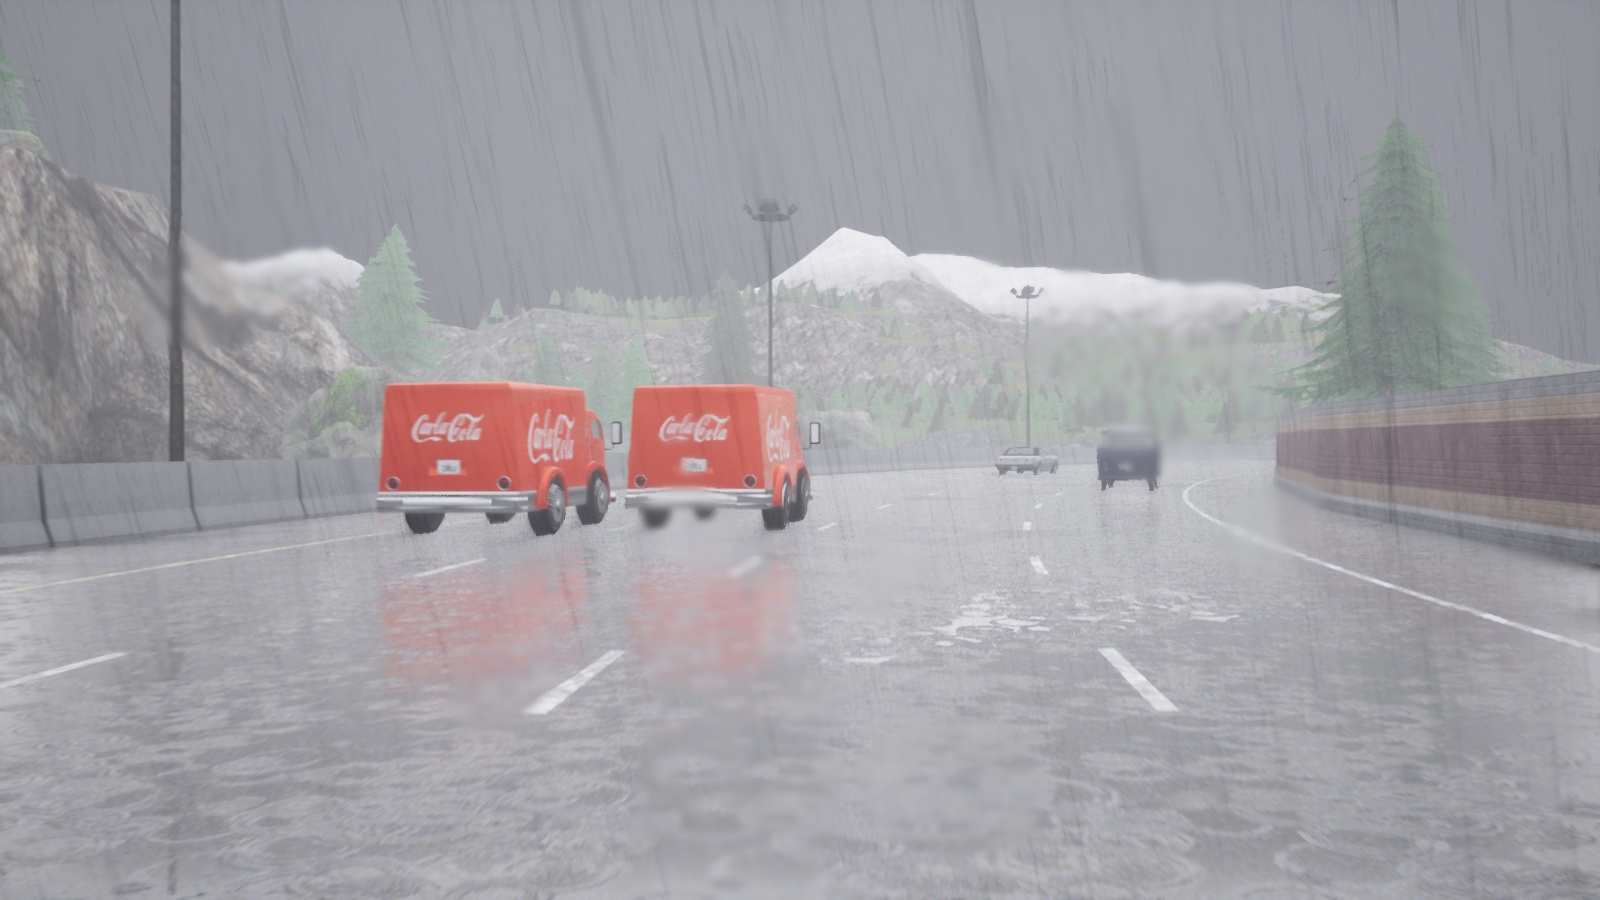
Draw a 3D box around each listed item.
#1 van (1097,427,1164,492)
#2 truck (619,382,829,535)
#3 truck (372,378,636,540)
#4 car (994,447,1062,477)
[{"bbox_3d":[10.765,0.281,40.724,1.775,1.987,4.442,0,0,19],"label":"van"},{"bbox_3d":[-1.188,0.129,22.969,2.627,2.467,5.204,0,0,11],"label":"truck"},{"bbox_3d":[-4.927,0.130,21.948,2.627,2.467,5.204,0,0,10],"label":"truck"},{"bbox_3d":[10.730,0.527,58.836,1.895,1.301,4.718,0,0,26],"label":"car"}]
